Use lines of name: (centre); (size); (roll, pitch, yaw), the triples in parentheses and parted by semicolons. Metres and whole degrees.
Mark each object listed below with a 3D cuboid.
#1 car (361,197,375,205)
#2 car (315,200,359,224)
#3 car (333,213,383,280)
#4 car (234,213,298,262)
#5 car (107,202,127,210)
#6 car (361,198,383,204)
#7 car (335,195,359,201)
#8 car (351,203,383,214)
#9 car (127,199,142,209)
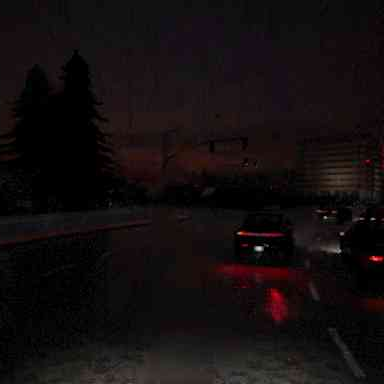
car: (36.937, 1.892, 69.876); (1.812, 1.442, 4.674); (0, 0, 39)
car: (11.085, 1.647, 25.853); (2.128, 1.511, 4.902); (0, 0, 38)
car: (5.565, 1.600, 9.786); (2.033, 1.411, 5.357); (0, 0, 18)
car: (2.850, 1.544, 12.491); (2.128, 1.511, 4.902); (0, -1, 19)
car: (-11.414, 1.539, 44.950); (4.553, 1.767, 2.097); (0, 0, 39)
car: (30.158, 1.821, 55.789); (1.812, 1.442, 4.674); (0, 0, 39)
car: (27.331, 1.516, 57.847); (2.150, 2.045, 5.566); (0, 0, 39)
car: (12.191, 1.674, 21.609); (2.033, 1.411, 5.357); (0, -1, 37)
car: (-9.108, 1.694, 47.585); (4.902, 1.511, 2.128); (0, 0, 39)
